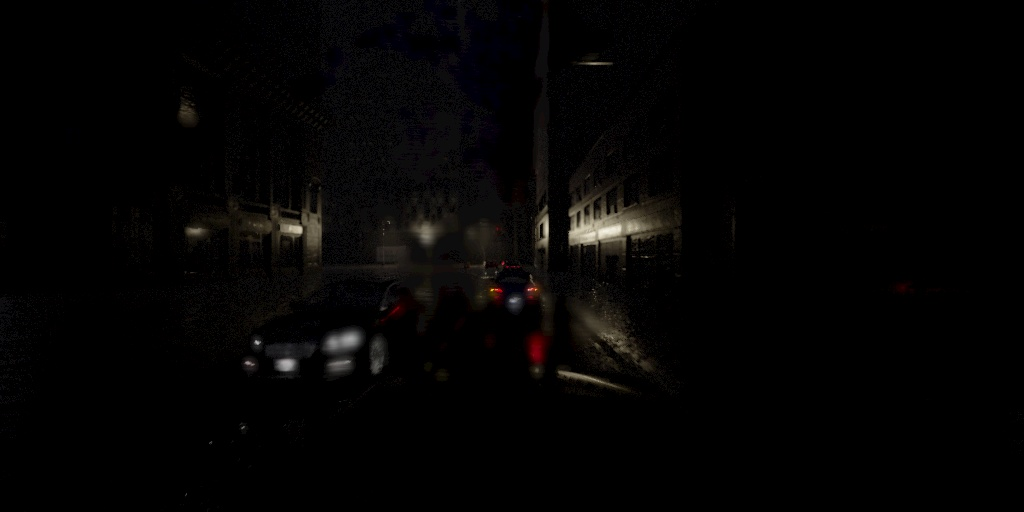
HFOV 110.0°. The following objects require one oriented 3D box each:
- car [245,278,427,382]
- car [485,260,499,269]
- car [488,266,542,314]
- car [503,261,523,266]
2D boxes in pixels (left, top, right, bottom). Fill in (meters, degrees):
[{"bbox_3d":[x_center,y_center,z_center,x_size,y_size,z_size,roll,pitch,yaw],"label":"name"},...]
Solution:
[{"bbox_3d":[-3.103,1.238,7.389,2.128,1.511,4.902,0,0,0],"label":"car"},{"bbox_3d":[-3.025,1.317,53.977,1.895,1.301,4.718,0,0,0],"label":"car"},{"bbox_3d":[0.095,1.268,13.727,1.812,1.442,4.674,0,0,0],"label":"car"},{"bbox_3d":[0.082,1.215,35.400,2.128,1.511,4.902,0,0,0],"label":"car"}]
